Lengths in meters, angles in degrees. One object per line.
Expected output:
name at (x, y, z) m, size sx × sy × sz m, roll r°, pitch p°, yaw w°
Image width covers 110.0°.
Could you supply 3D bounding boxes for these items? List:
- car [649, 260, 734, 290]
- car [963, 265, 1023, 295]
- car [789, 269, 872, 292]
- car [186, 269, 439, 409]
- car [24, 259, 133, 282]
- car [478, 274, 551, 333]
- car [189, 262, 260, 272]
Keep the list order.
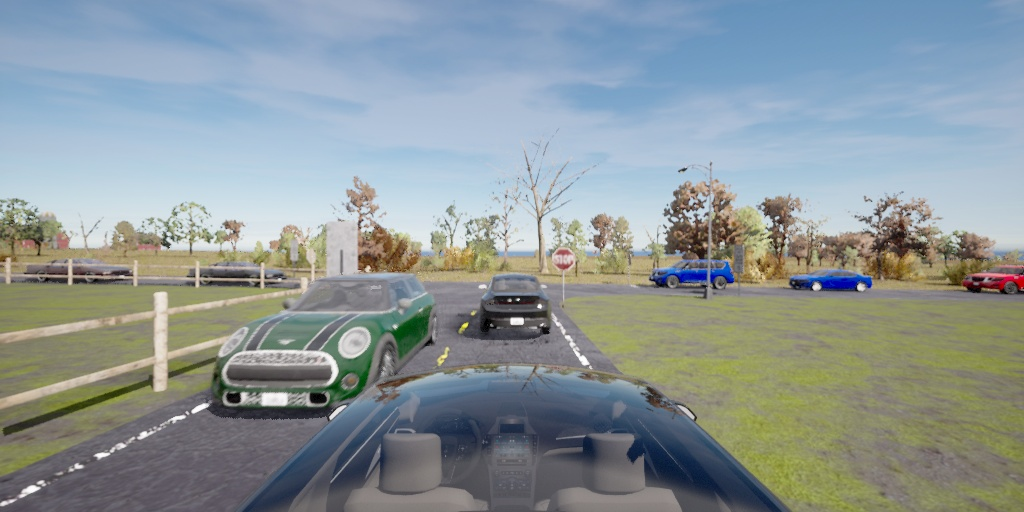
car at (12.814, 1.277, 25.691) m, size 5.566 × 2.045 × 2.150 m, roll 1°, pitch 1°, yaw 0°
car at (35.977, 1.686, 25.598) m, size 5.566 × 2.045 × 2.150 m, roll 1°, pitch 1°, yaw 1°
car at (22.674, 1.710, 25.654) m, size 5.008 × 1.535 × 1.882 m, roll 1°, pitch 1°, yaw 0°
car at (-2.789, 1.116, 6.508) m, size 2.097 × 1.767 × 4.553 m, roll 0°, pitch 0°, yaw 1°
car at (-27.509, 0.885, 22.863) m, size 5.357 × 1.411 × 2.033 m, roll 1°, pitch 1°, yaw 0°
car at (0.043, 1.283, 10.852) m, size 1.837 × 1.490 × 4.892 m, roll 0°, pitch 0°, yaw -2°
car at (-17.441, 1.077, 22.835) m, size 5.357 × 1.411 × 2.033 m, roll 1°, pitch 1°, yaw 0°
